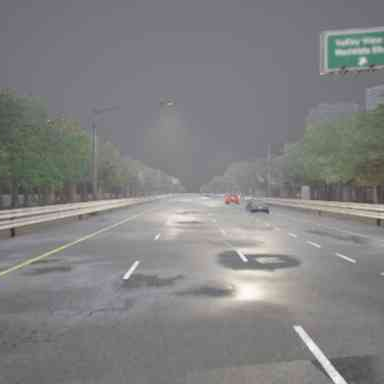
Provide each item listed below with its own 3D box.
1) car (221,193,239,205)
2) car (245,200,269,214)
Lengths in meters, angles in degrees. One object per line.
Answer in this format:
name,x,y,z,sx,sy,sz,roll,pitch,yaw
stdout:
car,7.046,1.275,59.524,2.150,2.045,5.566,0,0,0
car,7.028,1.578,36.221,1.994,1.385,4.181,0,0,0
